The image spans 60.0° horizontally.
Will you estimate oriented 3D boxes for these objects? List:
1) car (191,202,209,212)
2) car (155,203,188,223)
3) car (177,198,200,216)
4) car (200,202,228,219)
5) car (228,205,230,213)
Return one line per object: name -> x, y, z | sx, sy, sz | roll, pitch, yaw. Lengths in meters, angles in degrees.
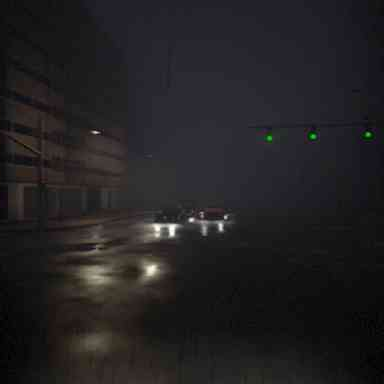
car -> 1.178, 2.175, 48.623 | 1.994, 1.385, 4.181 | -1, -1, 9
car -> -1.923, 1.953, 29.505 | 1.994, 1.385, 4.181 | 0, -1, 9
car -> -0.446, 1.718, 38.746 | 2.150, 2.045, 5.566 | 0, -1, 9
car -> 2.290, 1.890, 33.587 | 1.882, 1.535, 5.008 | -1, -1, 9
car -> 3.972, 2.080, 43.927 | 2.033, 1.411, 5.357 | -1, -1, 10
